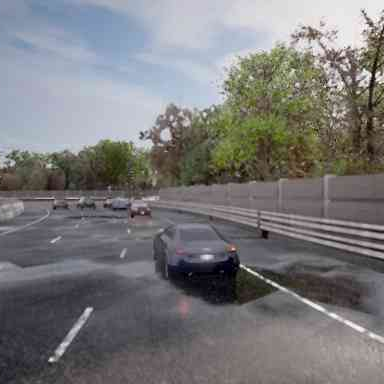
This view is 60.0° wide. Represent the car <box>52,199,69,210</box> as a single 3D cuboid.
[{"bbox_3d":[-18.896,1.765,47.643,2.128,1.511,4.902,0,0,-28],"label":"car"}]

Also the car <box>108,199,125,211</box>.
[{"bbox_3d":[-9.566,1.806,44.109,1.994,1.385,4.181,0,0,-18],"label":"car"}]

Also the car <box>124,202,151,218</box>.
[{"bbox_3d":[-5.110,1.699,31.944,1.812,1.442,4.674,0,0,-17],"label":"car"}]

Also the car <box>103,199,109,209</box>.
[{"bbox_3d":[-11.902,1.777,49.512,1.837,1.490,4.892,0,-1,-28],"label":"car"}]

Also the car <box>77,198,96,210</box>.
[{"bbox_3d":[-15.539,1.629,48.776,2.097,1.767,4.553,0,0,-28],"label":"car"}]

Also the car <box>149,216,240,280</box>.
[{"bbox_3d":[-0.058,1.619,10.322,1.994,1.385,4.181,0,0,-13],"label":"car"}]
